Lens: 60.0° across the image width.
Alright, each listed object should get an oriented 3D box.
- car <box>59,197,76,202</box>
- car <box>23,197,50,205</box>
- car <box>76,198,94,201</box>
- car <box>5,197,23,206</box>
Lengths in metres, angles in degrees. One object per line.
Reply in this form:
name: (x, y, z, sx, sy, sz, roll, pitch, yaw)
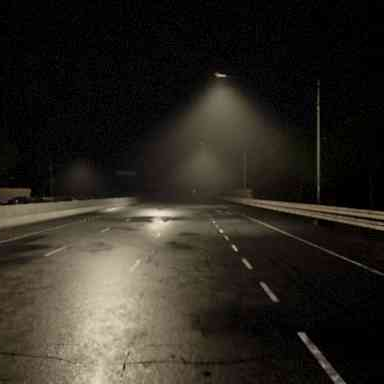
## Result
car: (-21.190, 1.712, 56.722, 1.837, 1.490, 4.892, 0, 0, 0)
car: (-24.693, 1.688, 53.860, 2.128, 1.511, 4.902, 0, 0, 0)
car: (-17.694, 1.773, 57.033, 1.994, 1.385, 4.181, 0, 0, 0)
car: (-28.187, 1.548, 53.930, 2.097, 1.767, 4.553, 0, 0, 0)
